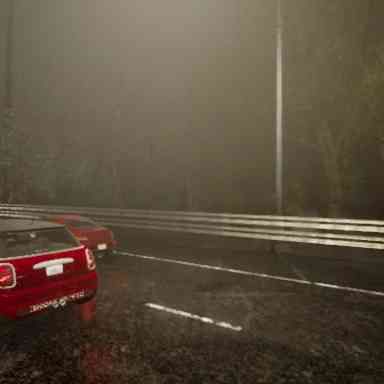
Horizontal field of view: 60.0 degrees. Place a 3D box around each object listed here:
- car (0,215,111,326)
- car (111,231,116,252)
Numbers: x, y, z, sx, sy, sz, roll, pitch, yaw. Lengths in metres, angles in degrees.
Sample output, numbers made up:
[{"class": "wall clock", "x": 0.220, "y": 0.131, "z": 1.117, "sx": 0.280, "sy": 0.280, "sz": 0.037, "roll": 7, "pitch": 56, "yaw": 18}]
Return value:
[{"class": "car", "x": -4.075, "y": 1.352, "z": 6.928, "sx": 4.553, "sy": 1.767, "sz": 2.097, "roll": 0, "pitch": 0, "yaw": 36}, {"class": "car", "x": -4.646, "y": 1.526, "z": 11.650, "sx": 4.674, "sy": 1.442, "sz": 1.812, "roll": 0, "pitch": 0, "yaw": 36}]
